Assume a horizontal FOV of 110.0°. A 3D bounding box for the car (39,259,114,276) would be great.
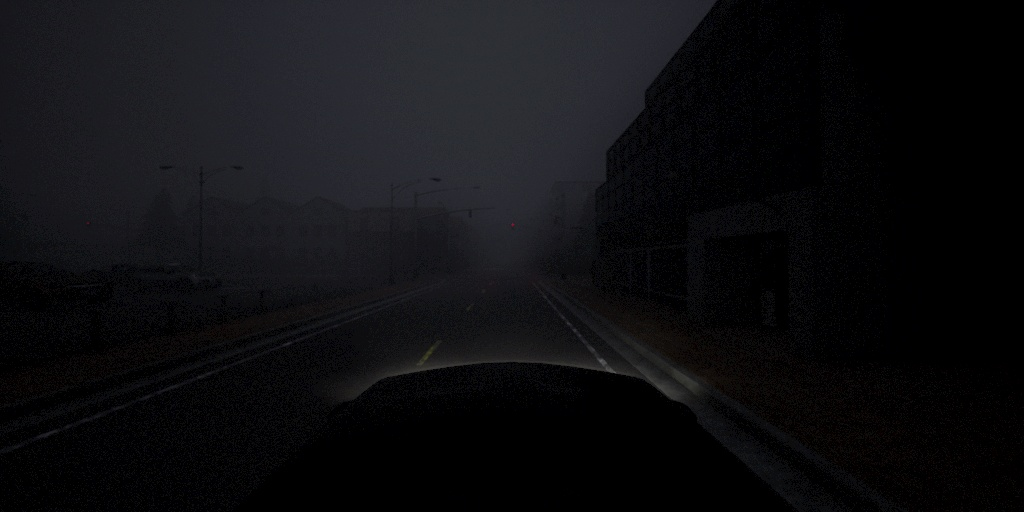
[{"bbox_3d":[-46.559,1.097,38.425,4.902,1.511,2.128,0,-1,0],"label":"car"}]
